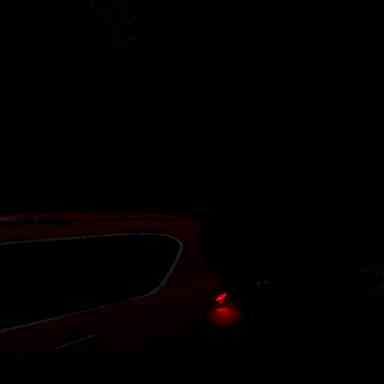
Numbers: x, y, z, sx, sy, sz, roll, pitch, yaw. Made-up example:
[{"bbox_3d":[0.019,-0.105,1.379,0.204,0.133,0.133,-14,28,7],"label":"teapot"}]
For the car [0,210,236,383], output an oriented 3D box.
[{"bbox_3d":[-2.182,1.221,2.437,5.566,2.045,2.150,0,0,-35],"label":"car"}]
